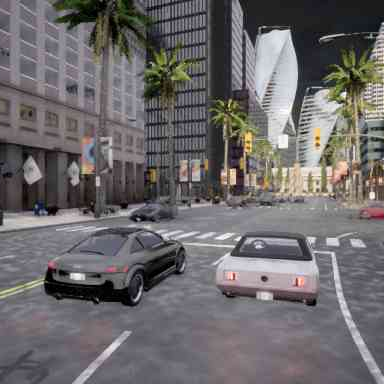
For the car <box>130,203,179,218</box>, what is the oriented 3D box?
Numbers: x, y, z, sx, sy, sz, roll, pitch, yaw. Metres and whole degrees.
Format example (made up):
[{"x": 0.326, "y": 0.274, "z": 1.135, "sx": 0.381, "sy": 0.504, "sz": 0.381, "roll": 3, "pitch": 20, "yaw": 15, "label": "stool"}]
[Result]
[{"x": -2.763, "y": 1.547, "z": 25.730, "sx": 2.033, "sy": 1.411, "sz": 5.357, "roll": 0, "pitch": 0, "yaw": 22, "label": "car"}]

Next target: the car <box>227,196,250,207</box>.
[{"x": 6.722, "y": 1.351, "z": 49.755, "sx": 2.097, "sy": 1.767, "sz": 4.553, "roll": 0, "pitch": 0, "yaw": 22, "label": "car"}]

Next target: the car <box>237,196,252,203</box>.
[{"x": 10.916, "y": 1.513, "z": 68.810, "sx": 2.161, "sy": 1.482, "sz": 4.786, "roll": 0, "pitch": 0, "yaw": 21, "label": "car"}]

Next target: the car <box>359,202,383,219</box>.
[{"x": 15.998, "y": 1.564, "z": 27.266, "sx": 4.181, "sy": 1.385, "sz": 1.994, "roll": 0, "pitch": 0, "yaw": 35, "label": "car"}]

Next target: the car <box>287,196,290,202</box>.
[{"x": 22.135, "y": 1.524, "z": 78.934, "sx": 1.812, "sy": 1.442, "sz": 4.674, "roll": 0, "pitch": 0, "yaw": 22, "label": "car"}]

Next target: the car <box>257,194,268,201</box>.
[{"x": 19.033, "y": 1.354, "z": 89.184, "sx": 2.185, "sy": 1.767, "sz": 4.553, "roll": 0, "pitch": 0, "yaw": 21, "label": "car"}]

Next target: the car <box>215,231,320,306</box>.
[{"x": 2.033, "y": 1.601, "z": 8.148, "sx": 1.895, "sy": 1.301, "sz": 4.718, "roll": 0, "pitch": 0, "yaw": 19, "label": "car"}]

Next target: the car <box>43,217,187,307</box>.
[{"x": -1.576, "y": 1.564, "z": 8.195, "sx": 1.994, "sy": 1.385, "sz": 4.181, "roll": 0, "pitch": 0, "yaw": 17, "label": "car"}]

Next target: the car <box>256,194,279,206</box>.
[{"x": 12.558, "y": 1.547, "z": 54.980, "sx": 2.033, "sy": 1.411, "sz": 5.357, "roll": 0, "pitch": 0, "yaw": 22, "label": "car"}]

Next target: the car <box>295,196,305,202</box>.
[{"x": 24.396, "y": 1.540, "z": 75.168, "sx": 2.033, "sy": 1.411, "sz": 5.357, "roll": 0, "pitch": 0, "yaw": 22, "label": "car"}]

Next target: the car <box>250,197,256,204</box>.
[{"x": 12.100, "y": 1.564, "z": 63.252, "sx": 1.994, "sy": 1.385, "sz": 4.181, "roll": 0, "pitch": 0, "yaw": 22, "label": "car"}]

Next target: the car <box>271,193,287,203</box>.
[{"x": 17.479, "y": 1.478, "z": 67.215, "sx": 1.882, "sy": 1.535, "sz": 5.008, "roll": 0, "pitch": 0, "yaw": 22, "label": "car"}]
